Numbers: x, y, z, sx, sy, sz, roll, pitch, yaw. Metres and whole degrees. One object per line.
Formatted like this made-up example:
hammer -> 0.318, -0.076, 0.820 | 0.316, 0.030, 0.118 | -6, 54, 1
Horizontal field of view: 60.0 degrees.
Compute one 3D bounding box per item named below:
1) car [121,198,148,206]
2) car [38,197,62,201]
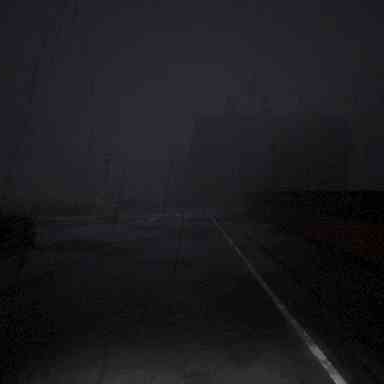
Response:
car -> -9.362, 1.589, 53.272 | 4.718, 1.301, 1.895 | 0, 0, 39
car -> -24.494, 1.561, 56.147 | 5.357, 1.411, 2.033 | 0, 0, 0
